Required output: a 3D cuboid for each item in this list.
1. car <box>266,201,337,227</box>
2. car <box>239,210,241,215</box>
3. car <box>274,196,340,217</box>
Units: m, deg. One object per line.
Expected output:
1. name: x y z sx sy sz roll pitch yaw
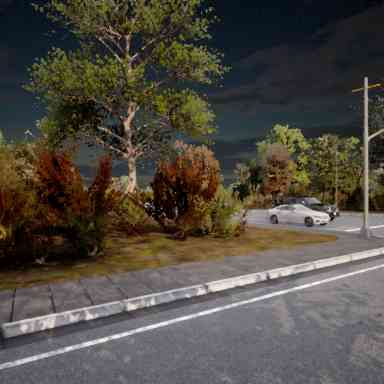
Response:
1. car: 7.426 1.600 23.680 1.812 1.442 4.674 0 -1 -38
2. car: 2.882 1.589 34.547 2.097 1.767 4.553 0 -1 -42
3. car: 9.110 1.316 27.273 2.150 2.045 5.566 0 -1 -37
